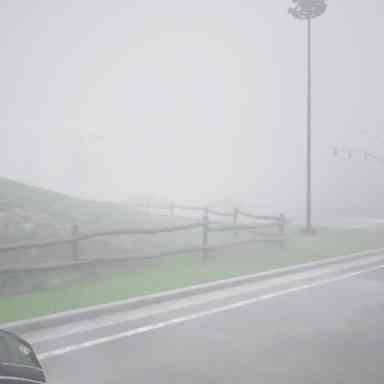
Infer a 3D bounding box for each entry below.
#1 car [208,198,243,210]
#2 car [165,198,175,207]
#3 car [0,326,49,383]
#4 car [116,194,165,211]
[{"bbox_3d":[4.370,1.546,44.085,4.902,1.511,2.128,0,0,32],"label":"car"},{"bbox_3d":[-4.611,1.547,44.490,4.892,1.490,1.837,0,-1,22],"label":"car"},{"bbox_3d":[-3.050,1.348,1.572,4.553,1.767,2.097,0,0,-35],"label":"car"},{"bbox_3d":[-6.742,1.258,41.648,5.566,2.045,2.150,0,0,21],"label":"car"}]
